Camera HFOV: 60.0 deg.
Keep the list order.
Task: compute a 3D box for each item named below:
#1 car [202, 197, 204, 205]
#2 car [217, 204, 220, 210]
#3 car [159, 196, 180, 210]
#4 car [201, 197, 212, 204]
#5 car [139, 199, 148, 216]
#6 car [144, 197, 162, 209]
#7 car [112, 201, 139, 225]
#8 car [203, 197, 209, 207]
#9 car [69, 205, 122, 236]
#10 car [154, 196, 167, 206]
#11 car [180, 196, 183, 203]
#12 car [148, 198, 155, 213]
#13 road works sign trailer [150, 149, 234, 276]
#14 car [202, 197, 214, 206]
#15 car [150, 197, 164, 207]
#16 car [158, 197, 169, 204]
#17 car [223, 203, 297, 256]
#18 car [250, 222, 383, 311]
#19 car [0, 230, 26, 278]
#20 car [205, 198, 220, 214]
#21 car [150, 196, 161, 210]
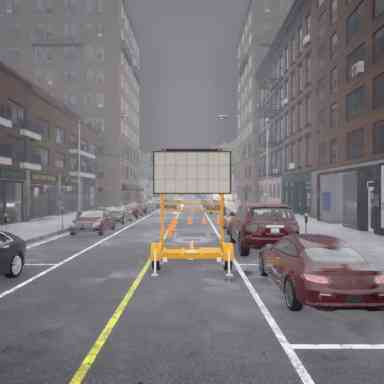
[{"bbox_3d":[2.653,1.531,46.241,1.752,1.417,4.829,0,0,0],"label":"car"},{"bbox_3d":[2.639,1.525,18.648,1.752,1.417,4.829,0,0,0],"label":"car"},{"bbox_3d":[-2.835,1.508,41.790,1.837,1.490,4.892,0,0,0],"label":"car"},{"bbox_3d":[2.659,1.585,62.626,1.947,1.339,4.313,0,0,0],"label":"car"},{"bbox_3d":[-5.378,1.545,29.515,1.887,1.381,4.507,0,0,0],"label":"car"},{"bbox_3d":[-5.372,1.446,46.071,1.967,1.590,4.097,0,0,0],"label":"car"},{"bbox_3d":[-5.380,1.551,23.996,2.008,1.369,4.403,0,0,0],"label":"car"},{"bbox_3d":[2.651,1.584,40.553,1.802,1.307,4.206,0,0,0],"label":"car"},{"bbox_3d":[-5.382,1.582,18.477,1.802,1.307,4.206,0,0,0],"label":"car"},{"bbox_3d":[-5.368,1.454,57.109,1.967,1.590,4.097,0,0,0],"label":"car"},{"bbox_3d":[-2.728,1.498,64.938,1.882,1.535,5.008,0,0,0],"label":"car"},{"bbox_3d":[-5.376,1.567,35.034,1.947,1.339,4.313,0,0,0],"label":"car"},{"bbox_3d":[0.003,0.464,10.330,2.380,3.560,2.880,0,0,0],"label":"road works sign trailer"},{"bbox_3d":[2.657,1.596,57.107,1.802,1.307,4.206,0,0,0],"label":"car"},{"bbox_3d":[-5.370,1.535,51.419,1.752,1.417,4.829,0,0,0],"label":"car"},{"bbox_3d":[-5.366,1.601,62.628,1.802,1.307,4.206,0,0,0],"label":"car"},{"bbox_3d":[2.642,1.315,12.962,2.192,1.841,5.009,0,0,0],"label":"car"},{"bbox_3d":[2.639,1.582,7.443,1.802,1.307,4.206,0,0,0],"label":"car"},{"bbox_3d":[-5.386,1.551,7.439,2.008,1.369,4.403,0,0,0],"label":"car"},{"bbox_3d":[2.649,1.583,35.035,1.802,1.307,4.206,0,0,0],"label":"car"},{"bbox_3d":[-5.374,1.553,40.552,2.008,1.369,4.403,0,0,0],"label":"car"}]
